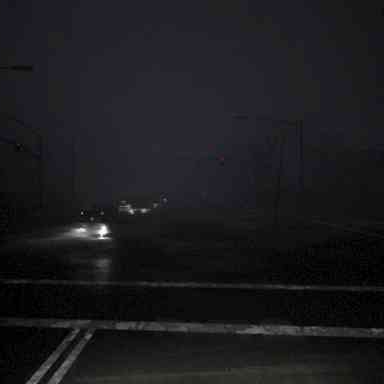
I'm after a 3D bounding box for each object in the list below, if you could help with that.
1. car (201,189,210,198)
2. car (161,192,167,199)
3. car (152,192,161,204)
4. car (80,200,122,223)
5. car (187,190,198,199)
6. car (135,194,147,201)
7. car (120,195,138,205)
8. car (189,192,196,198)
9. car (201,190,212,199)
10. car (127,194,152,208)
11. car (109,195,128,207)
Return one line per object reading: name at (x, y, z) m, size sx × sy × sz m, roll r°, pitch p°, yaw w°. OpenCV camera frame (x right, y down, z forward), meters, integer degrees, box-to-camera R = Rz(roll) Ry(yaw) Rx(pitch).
car at (3.633, 0.359, 87.540) m, size 2.150 × 2.045 × 5.566 m, roll 0°, pitch 1°, yaw 0°
car at (-6.884, 0.711, 76.745) m, size 2.097 × 1.767 × 4.553 m, roll 0°, pitch 1°, yaw 0°
car at (-6.995, 1.182, 58.146) m, size 1.882 × 1.535 × 5.008 m, roll 0°, pitch 2°, yaw 0°
car at (-7.065, 1.581, 25.716) m, size 1.895 × 1.301 × 4.718 m, roll 0°, pitch 0°, yaw 0°
car at (0.116, 0.588, 76.480) m, size 2.150 × 2.045 × 5.566 m, roll 0°, pitch 1°, yaw 0°
car at (-10.400, 1.132, 68.170) m, size 1.895 × 1.301 × 4.718 m, roll 0°, pitch 1°, yaw 0°
car at (-10.505, 1.234, 55.593) m, size 2.128 × 1.511 × 4.902 m, roll 0°, pitch 1°, yaw 0°
car at (0.132, 0.667, 87.156) m, size 1.812 × 1.442 × 4.674 m, roll 0°, pitch 1°, yaw 0°
car at (3.618, 0.894, 77.548) m, size 1.994 × 1.385 × 4.181 m, roll 0°, pitch 1°, yaw 0°
car at (-7.033, 1.343, 45.268) m, size 1.882 × 1.535 × 5.008 m, roll 0°, pitch 1°, yaw 0°
car at (-10.534, 1.407, 46.024) m, size 2.033 × 1.411 × 5.357 m, roll 0°, pitch 1°, yaw 0°
